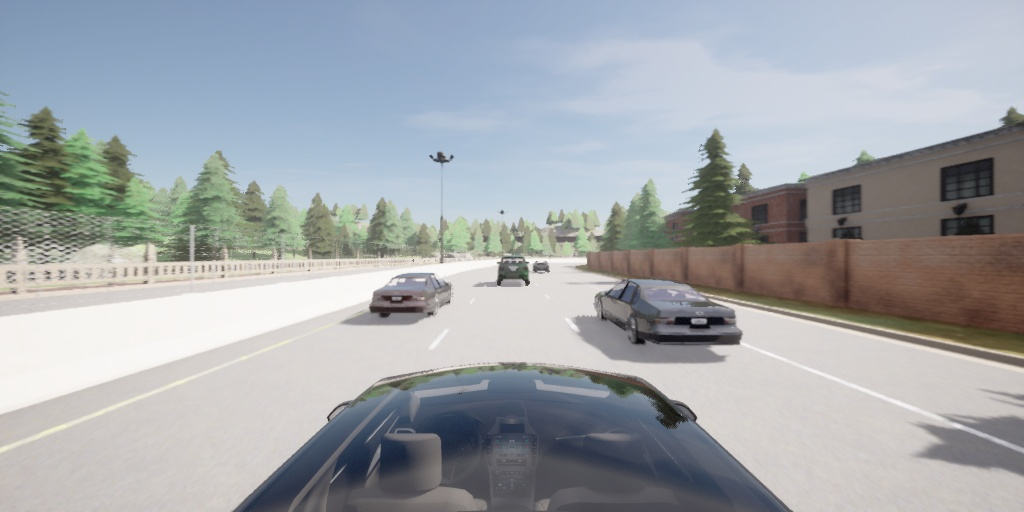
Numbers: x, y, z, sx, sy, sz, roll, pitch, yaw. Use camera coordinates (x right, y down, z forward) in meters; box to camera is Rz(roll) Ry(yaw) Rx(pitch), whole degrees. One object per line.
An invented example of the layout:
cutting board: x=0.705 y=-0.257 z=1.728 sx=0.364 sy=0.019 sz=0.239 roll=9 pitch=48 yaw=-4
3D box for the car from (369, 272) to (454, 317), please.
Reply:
car: x=-3.411 y=1.303 z=13.115 sx=2.033 sy=1.411 sz=5.357 roll=0 pitch=0 yaw=0

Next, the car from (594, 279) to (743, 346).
car: x=3.592 y=1.302 z=9.397 sx=2.033 sy=1.411 sz=5.357 roll=0 pitch=0 yaw=0

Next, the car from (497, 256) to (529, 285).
car: x=0.085 y=0.984 z=26.333 sx=2.150 sy=2.045 sz=5.566 roll=0 pitch=0 yaw=0

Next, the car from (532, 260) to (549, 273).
car: x=3.598 y=1.263 z=44.767 sx=2.128 sy=1.511 sz=4.902 roll=0 pitch=0 yaw=1
